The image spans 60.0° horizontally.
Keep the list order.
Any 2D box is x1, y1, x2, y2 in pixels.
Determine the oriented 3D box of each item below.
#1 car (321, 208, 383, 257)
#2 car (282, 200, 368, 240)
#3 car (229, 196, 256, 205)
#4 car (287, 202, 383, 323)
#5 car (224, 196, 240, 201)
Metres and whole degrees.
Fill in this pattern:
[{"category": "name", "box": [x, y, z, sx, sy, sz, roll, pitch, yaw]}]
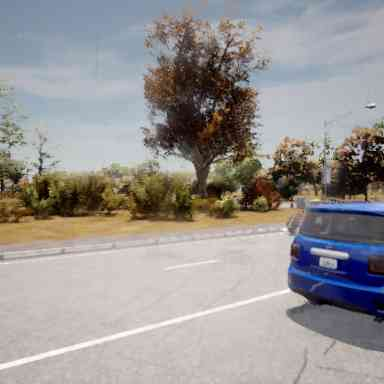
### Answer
[{"category": "car", "box": [7.581, 1.513, 13.690, 4.892, 1.490, 1.837, 0, 0, -35]}, {"category": "car", "box": [7.133, 1.362, 17.664, 4.553, 1.767, 2.097, 0, 0, -35]}, {"category": "car", "box": [9.308, 1.528, 61.769, 2.033, 1.411, 5.357, 0, 0, -33]}, {"category": "car", "box": [4.349, 1.225, 6.849, 5.566, 2.045, 2.150, 0, 0, -36]}, {"category": "car", "box": [6.414, 1.505, 59.717, 1.812, 1.442, 4.674, 0, 0, -33]}]
